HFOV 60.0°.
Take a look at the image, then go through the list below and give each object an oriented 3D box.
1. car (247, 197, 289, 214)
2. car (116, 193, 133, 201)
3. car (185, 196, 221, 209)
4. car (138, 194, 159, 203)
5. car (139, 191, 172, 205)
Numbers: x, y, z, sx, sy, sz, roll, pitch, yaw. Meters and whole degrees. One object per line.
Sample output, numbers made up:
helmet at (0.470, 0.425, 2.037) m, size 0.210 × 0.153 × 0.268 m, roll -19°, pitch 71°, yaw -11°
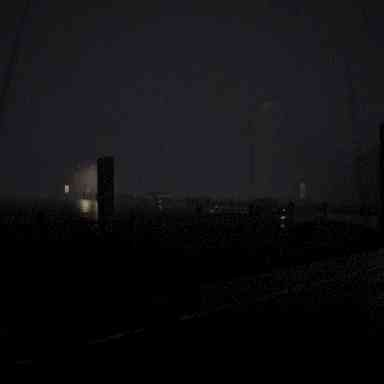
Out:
car at (7.421, 1.312, 32.035) m, size 1.837 × 1.490 × 4.892 m, roll -1°, pitch 1°, yaw -36°
car at (-13.465, 0.879, 66.055) m, size 1.882 × 1.535 × 5.008 m, roll -1°, pitch 1°, yaw -36°
car at (1.247, 1.255, 40.643) m, size 2.033 × 1.411 × 5.357 m, roll -1°, pitch 1°, yaw -36°
car at (-7.637, 1.025, 57.998) m, size 1.812 × 1.442 × 4.674 m, roll -1°, pitch 1°, yaw -35°
car at (-5.238, 0.825, 49.702) m, size 2.150 × 2.045 × 5.566 m, roll -1°, pitch 1°, yaw -36°
